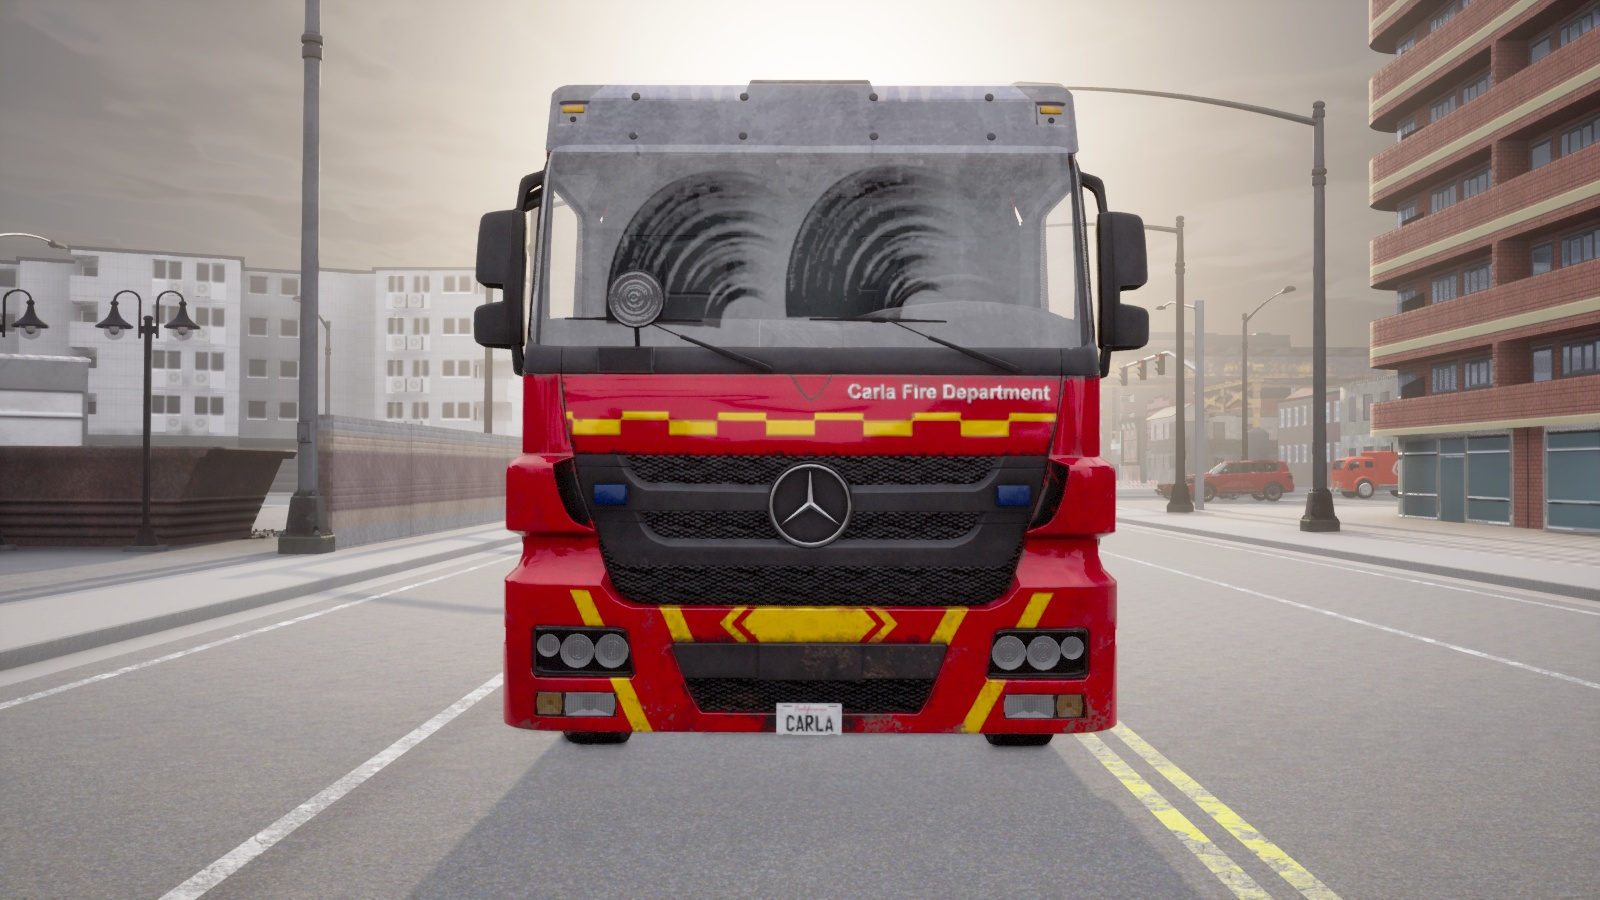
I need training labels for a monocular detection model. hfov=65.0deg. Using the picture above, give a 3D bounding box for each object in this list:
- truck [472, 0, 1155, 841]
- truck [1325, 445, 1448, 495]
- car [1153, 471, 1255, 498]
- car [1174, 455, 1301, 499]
[{"bbox_3d":[0.070,-0.190,9.582,2.891,3.827,8.468,0,-1,0],"label":"truck"},{"bbox_3d":[30.774,1.042,66.015,5.204,2.467,2.627,-1,-1,1],"label":"truck"},{"bbox_3d":[21.271,1.809,66.245,4.718,1.301,1.895,-1,-1,1],"label":"car"},{"bbox_3d":[21.796,1.356,62.725,5.566,2.045,2.150,-1,-1,2],"label":"car"}]
